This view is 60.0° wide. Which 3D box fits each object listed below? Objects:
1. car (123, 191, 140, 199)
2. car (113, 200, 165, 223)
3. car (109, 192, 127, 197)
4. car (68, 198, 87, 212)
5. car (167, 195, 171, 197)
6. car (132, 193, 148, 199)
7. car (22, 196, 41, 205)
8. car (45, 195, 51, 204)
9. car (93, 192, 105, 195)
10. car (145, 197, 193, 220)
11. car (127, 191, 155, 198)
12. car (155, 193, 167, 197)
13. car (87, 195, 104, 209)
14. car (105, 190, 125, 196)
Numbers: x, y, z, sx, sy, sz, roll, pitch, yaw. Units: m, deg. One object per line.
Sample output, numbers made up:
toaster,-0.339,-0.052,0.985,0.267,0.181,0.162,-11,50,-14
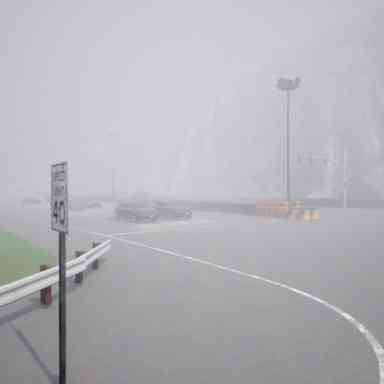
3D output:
car,-14.058,0.739,77.407,2.097,1.767,4.553,0,1,-38
car,-4.326,1.464,25.097,1.837,1.490,4.892,0,0,-38
car,-14.527,1.181,66.803,1.895,1.301,4.718,0,1,-38
car,-13.675,1.416,36.966,1.812,1.442,4.674,0,0,-38
car,-6.701,1.146,73.693,1.895,1.301,4.718,0,1,-38
car,-12.687,0.900,81.340,1.812,1.442,4.674,0,1,-38
car,-24.588,1.313,50.978,1.895,1.301,4.718,0,1,-38
car,-22.065,1.177,53.437,1.882,1.535,5.008,0,1,-38
car,-20.870,0.756,74.765,2.097,1.767,4.553,0,1,-38
car,-1.869,1.455,27.632,1.837,1.490,4.892,0,0,-38
car,-10.358,0.830,67.151,2.150,2.045,5.566,0,1,-38
car,-7.898,0.950,69.524,2.097,1.767,4.553,0,1,-38
car,-13.186,1.407,42.024,2.033,1.411,5.357,0,1,-38
car,-16.843,0.660,75.288,2.150,2.045,5.566,0,1,-38
